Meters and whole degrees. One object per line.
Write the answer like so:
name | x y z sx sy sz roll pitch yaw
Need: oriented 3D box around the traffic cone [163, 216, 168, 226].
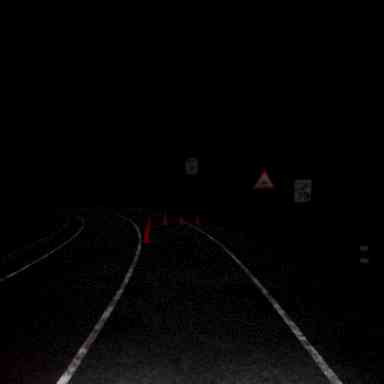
traffic cone | -1.638 1.796 20.461 0.340 0.580 0.340 -2 1 -6

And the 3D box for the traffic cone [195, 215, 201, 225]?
traffic cone | 0.350 1.737 20.669 0.340 0.580 0.340 -2 1 -8

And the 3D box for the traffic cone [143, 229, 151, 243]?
traffic cone | -1.971 1.891 14.397 0.340 0.580 0.340 -1 1 -6
